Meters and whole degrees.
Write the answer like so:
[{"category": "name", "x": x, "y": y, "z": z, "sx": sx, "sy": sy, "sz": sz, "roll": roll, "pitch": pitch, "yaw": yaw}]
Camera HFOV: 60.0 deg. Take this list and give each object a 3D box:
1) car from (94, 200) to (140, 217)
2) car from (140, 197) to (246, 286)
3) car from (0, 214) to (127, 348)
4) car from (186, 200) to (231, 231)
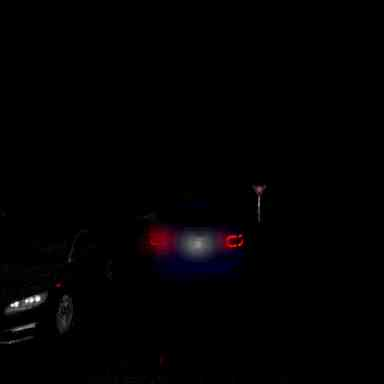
[{"category": "car", "x": -6.068, "y": 1.362, "z": 28.064, "sx": 4.181, "sy": 1.385, "sz": 1.994, "roll": 0, "pitch": 0, "yaw": 3}, {"category": "car", "x": 0.125, "y": 1.154, "z": 9.345, "sx": 2.150, "sy": 2.045, "sz": 5.566, "roll": 0, "pitch": 0, "yaw": 0}, {"category": "car", "x": -2.840, "y": 1.444, "z": 6.584, "sx": 2.128, "sy": 1.511, "sz": 4.902, "roll": 0, "pitch": 0, "yaw": 0}, {"category": "car", "x": 1.202, "y": 1.329, "z": 20.930, "sx": 1.882, "sy": 1.535, "sz": 5.008, "roll": 0, "pitch": 0, "yaw": 14}]
